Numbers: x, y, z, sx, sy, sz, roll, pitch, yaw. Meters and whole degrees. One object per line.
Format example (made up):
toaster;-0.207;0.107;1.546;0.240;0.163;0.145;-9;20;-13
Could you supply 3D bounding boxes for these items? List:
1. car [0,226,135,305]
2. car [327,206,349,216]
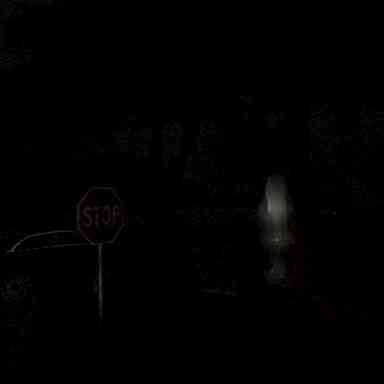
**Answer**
car;-3.577;1.635;8.538;2.128;1.511;4.902;-2;-2;35
car;16.763;2.329;37.860;1.994;1.385;4.181;-2;-2;35
